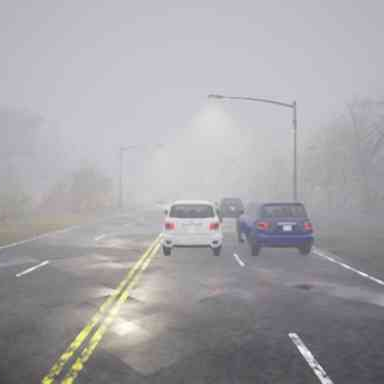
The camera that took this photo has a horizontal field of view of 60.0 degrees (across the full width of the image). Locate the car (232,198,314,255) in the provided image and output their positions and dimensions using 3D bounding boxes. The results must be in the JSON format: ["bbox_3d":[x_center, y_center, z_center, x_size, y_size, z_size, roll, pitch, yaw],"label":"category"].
[{"bbox_3d":[3.242,1.345,13.980,2.150,2.045,5.566,0,0,0],"label":"car"}]

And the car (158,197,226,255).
[{"bbox_3d":[-0.001,1.351,13.981,2.150,2.045,5.566,0,0,0],"label":"car"}]

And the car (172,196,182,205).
[{"bbox_3d":[-3.254,1.881,72.297,2.097,1.767,4.553,0,0,0],"label":"car"}]

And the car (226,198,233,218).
[{"bbox_3d":[3.244,1.490,28.998,2.150,2.045,5.566,0,0,0],"label":"car"}]

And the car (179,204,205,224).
[{"bbox_3d":[-0.001,1.823,28.968,2.033,1.411,5.357,0,0,0],"label":"car"}]
